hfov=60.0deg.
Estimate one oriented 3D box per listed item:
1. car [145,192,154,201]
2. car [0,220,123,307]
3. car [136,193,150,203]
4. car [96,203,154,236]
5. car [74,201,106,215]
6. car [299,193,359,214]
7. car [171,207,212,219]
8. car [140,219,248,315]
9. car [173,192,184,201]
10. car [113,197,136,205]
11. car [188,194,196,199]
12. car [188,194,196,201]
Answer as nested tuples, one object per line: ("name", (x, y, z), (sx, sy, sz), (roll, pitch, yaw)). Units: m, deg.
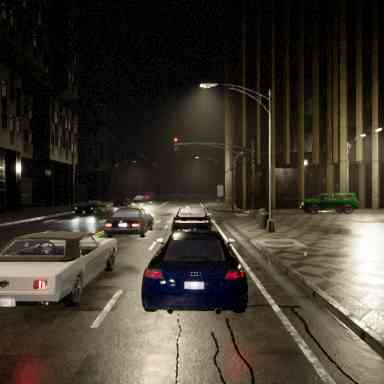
("car", (-9.777, 1.034, 73.978), (2.150, 2.045, 5.566), (0, 0, 0))
("car", (-3.150, 1.597, 7.902), (1.895, 1.301, 4.718), (0, 0, 0))
("car", (-9.829, 1.399, 62.661), (2.033, 1.411, 5.357), (0, 0, 0))
("car", (-3.158, 1.531, 17.493), (2.033, 1.411, 5.357), (0, 0, 0))
("car", (-9.863, 1.555, 32.518), (1.895, 1.301, 4.718), (0, 0, 0))
("car", (13.556, 1.110, 33.029), (5.566, 2.045, 2.150), (0, 0, 2))
("car", (-0.007, 1.477, 16.556), (2.128, 1.511, 4.902), (0, 0, 0))
("car", (0.083, 1.560, 7.682), (1.994, 1.385, 4.181), (0, 0, 1))
("car", (-3.276, 1.296, 75.032), (1.837, 1.490, 4.892), (0, 0, 0))
("car", (-9.865, 1.456, 47.500), (2.033, 1.411, 5.357), (0, 0, 0))
("car", (-0.030, 1.192, 85.485), (1.895, 1.301, 4.718), (0, 0, 0))
("car", (-0.026, 1.336, 75.033), (2.033, 1.411, 5.357), (0, 0, 0))
